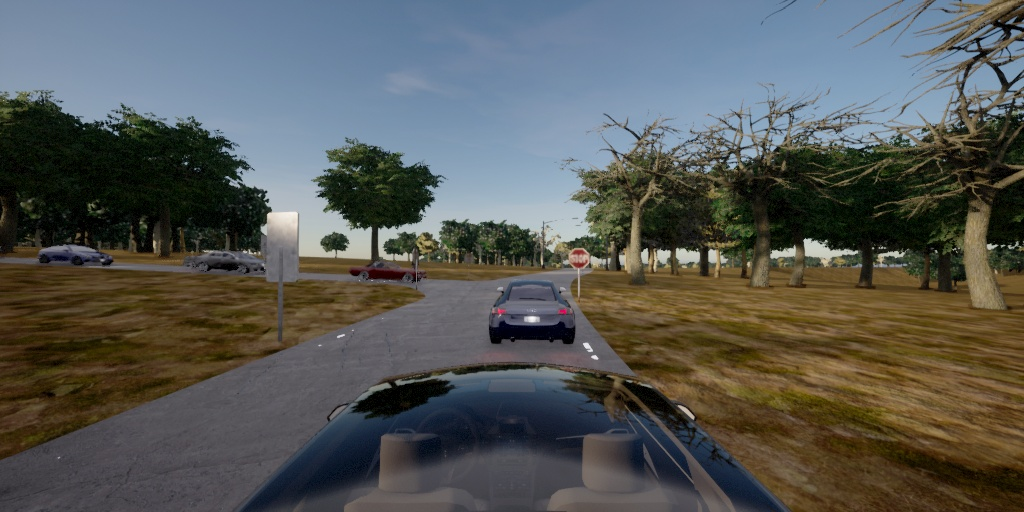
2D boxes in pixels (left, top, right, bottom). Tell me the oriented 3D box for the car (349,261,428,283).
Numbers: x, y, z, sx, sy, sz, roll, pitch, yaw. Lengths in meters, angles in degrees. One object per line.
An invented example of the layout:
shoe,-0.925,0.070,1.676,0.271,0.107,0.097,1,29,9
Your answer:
car,-8.086,1.061,23.803,4.718,1.301,1.895,3,-1,3

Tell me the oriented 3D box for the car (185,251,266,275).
car,-19.293,0.450,24.929,4.902,1.511,2.128,3,-1,7

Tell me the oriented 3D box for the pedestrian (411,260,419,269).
pedestrian,-8.152,0.849,30.015,0.375,1.860,0.375,0,-4,7

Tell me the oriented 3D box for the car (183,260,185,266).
car,-23.505,0.330,28.622,4.902,1.511,2.128,2,-1,7

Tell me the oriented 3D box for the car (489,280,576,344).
car,0.522,1.319,9.624,1.994,1.385,4.181,0,0,3

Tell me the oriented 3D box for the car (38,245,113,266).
car,-32.189,-0.074,26.457,4.674,1.442,1.812,3,-1,7

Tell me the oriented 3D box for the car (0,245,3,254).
car,-47.706,-0.720,31.456,4.902,1.511,2.128,3,-1,7
